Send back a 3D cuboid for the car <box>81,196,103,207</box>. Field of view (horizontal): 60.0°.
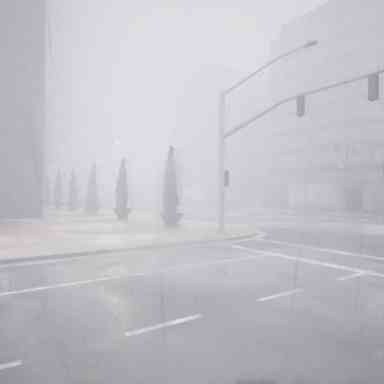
[{"bbox_3d":[-16.177,1.754,54.691,1.895,1.301,4.718,1,0,-34],"label":"car"}]
